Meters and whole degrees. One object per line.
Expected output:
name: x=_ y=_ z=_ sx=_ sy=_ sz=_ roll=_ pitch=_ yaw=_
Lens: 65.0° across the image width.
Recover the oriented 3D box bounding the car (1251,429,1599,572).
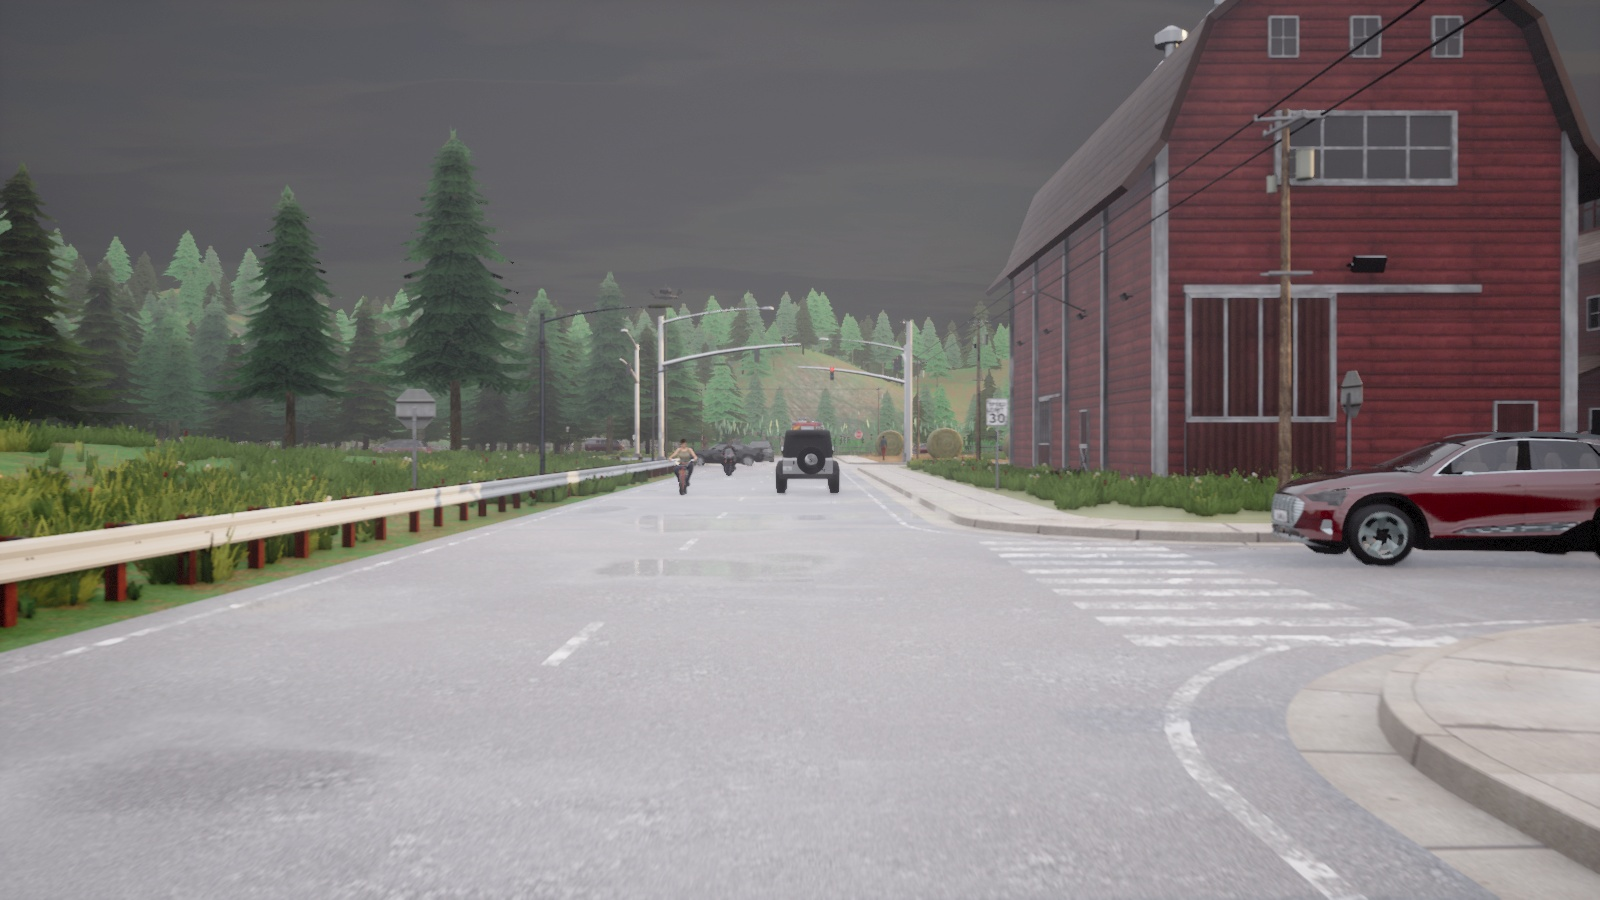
car: x=8.487 y=0.590 z=15.834 sx=4.856 sy=1.649 sz=2.033 roll=1 pitch=0 yaw=2

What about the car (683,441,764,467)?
car: x=-4.755 y=0.239 z=78.470 sx=5.008 sy=1.535 sz=1.882 roll=0 pitch=0 yaw=-1

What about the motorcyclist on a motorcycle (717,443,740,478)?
motorcyclist on a motorcycle: x=-3.167 y=0.445 z=55.905 sx=0.866 sy=1.530 sz=2.191 roll=0 pitch=0 yaw=0

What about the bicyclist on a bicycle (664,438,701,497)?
bicyclist on a bicycle: x=-3.281 y=0.470 z=35.207 sx=0.866 sy=1.612 sz=1.509 roll=0 pitch=1 yaw=1

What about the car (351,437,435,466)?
car: x=-25.333 y=0.091 z=78.214 sx=4.553 sy=1.767 sz=2.097 roll=0 pitch=0 yaw=-1

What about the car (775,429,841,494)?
car: x=0.233 y=0.314 z=38.264 sx=1.905 sy=1.878 sz=3.866 roll=0 pitch=0 yaw=0

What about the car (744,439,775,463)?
car: x=-2.956 y=0.047 z=93.033 sx=2.097 sy=1.767 sz=4.553 roll=0 pitch=0 yaw=0
